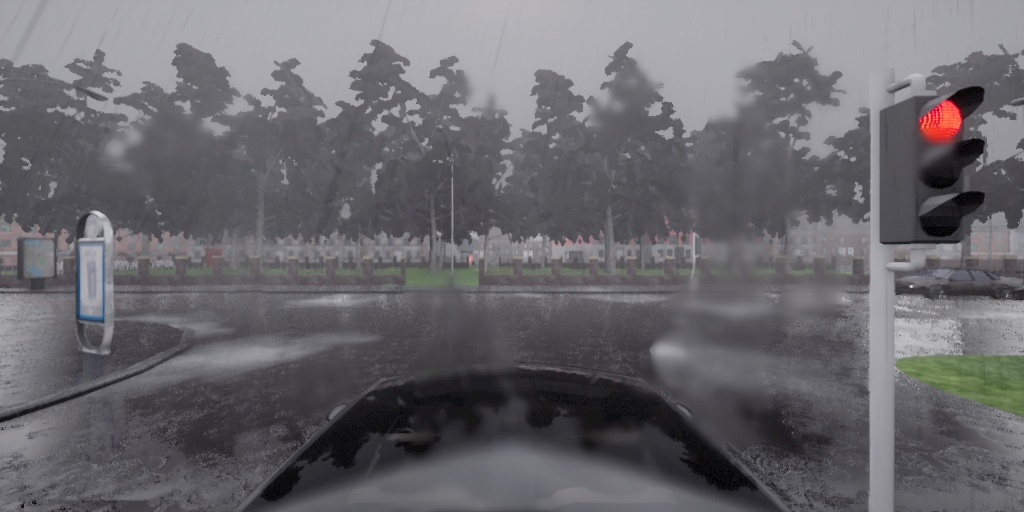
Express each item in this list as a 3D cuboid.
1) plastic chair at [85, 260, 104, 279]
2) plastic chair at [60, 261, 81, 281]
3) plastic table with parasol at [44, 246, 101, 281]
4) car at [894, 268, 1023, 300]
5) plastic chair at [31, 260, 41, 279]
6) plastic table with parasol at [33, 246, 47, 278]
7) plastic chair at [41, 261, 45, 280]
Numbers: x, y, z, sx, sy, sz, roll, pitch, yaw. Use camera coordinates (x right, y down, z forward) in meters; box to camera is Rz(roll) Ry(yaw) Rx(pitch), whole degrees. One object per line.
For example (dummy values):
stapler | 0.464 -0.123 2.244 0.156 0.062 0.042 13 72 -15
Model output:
plastic chair | -38.191 1.242 32.810 0.730 1.272 0.750 0 0 -40
plastic chair | -38.286 1.255 31.104 0.750 1.272 0.730 0 0 -35
plastic table with parasol | -39.189 0.641 32.077 2.482 2.480 2.482 0 0 -40
car | 20.618 1.271 16.912 5.357 1.411 2.033 0 0 0
plastic chair | -44.618 1.239 33.970 0.730 1.272 0.750 0 0 -41
plastic table with parasol | -43.610 0.563 34.720 2.482 2.480 2.482 0 0 -39
plastic chair | -40.219 1.241 31.332 0.730 1.272 0.750 0 0 -40
